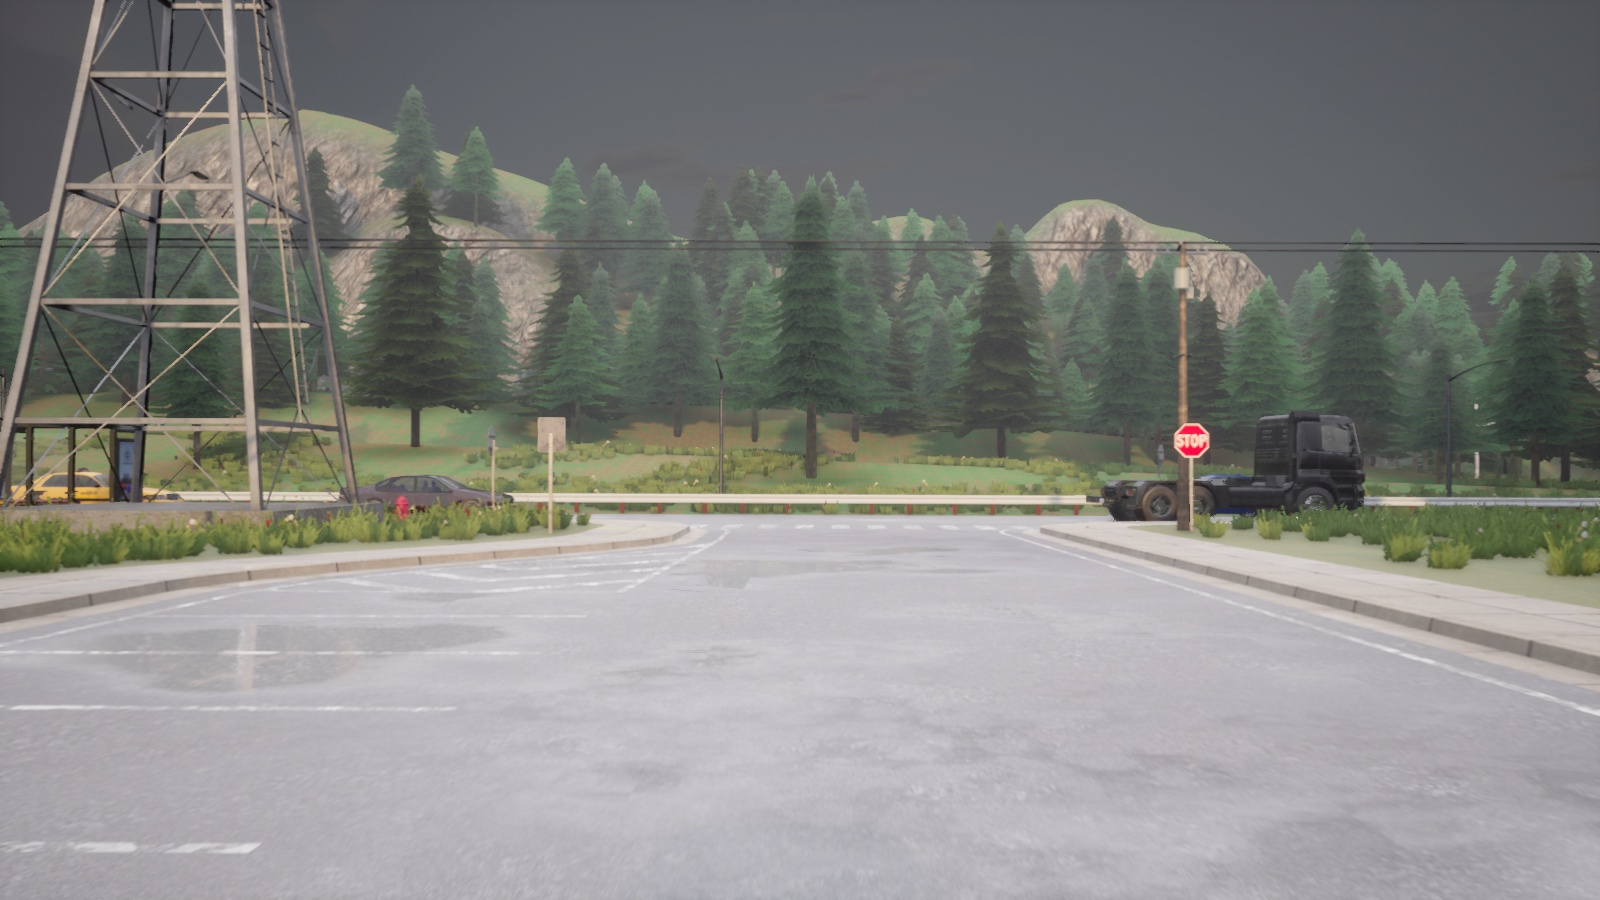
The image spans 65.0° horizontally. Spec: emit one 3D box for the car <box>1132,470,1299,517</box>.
[{"bbox_3d":[13.975,1.447,42.433,5.008,1.535,1.882,0,-1,1],"label":"car"}]

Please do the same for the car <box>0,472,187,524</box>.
[{"bbox_3d":[-22.403,1.504,39.487,5.366,1.575,1.801,0,-1,1],"label":"car"}]

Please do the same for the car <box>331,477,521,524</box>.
[{"bbox_3d":[-11.631,1.567,39.320,5.357,1.411,2.033,0,-1,1],"label":"car"}]

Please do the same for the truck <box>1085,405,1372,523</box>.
[{"bbox_3d":[13.184,0.432,38.933,7.936,3.462,2.891,0,-1,-8],"label":"truck"}]
